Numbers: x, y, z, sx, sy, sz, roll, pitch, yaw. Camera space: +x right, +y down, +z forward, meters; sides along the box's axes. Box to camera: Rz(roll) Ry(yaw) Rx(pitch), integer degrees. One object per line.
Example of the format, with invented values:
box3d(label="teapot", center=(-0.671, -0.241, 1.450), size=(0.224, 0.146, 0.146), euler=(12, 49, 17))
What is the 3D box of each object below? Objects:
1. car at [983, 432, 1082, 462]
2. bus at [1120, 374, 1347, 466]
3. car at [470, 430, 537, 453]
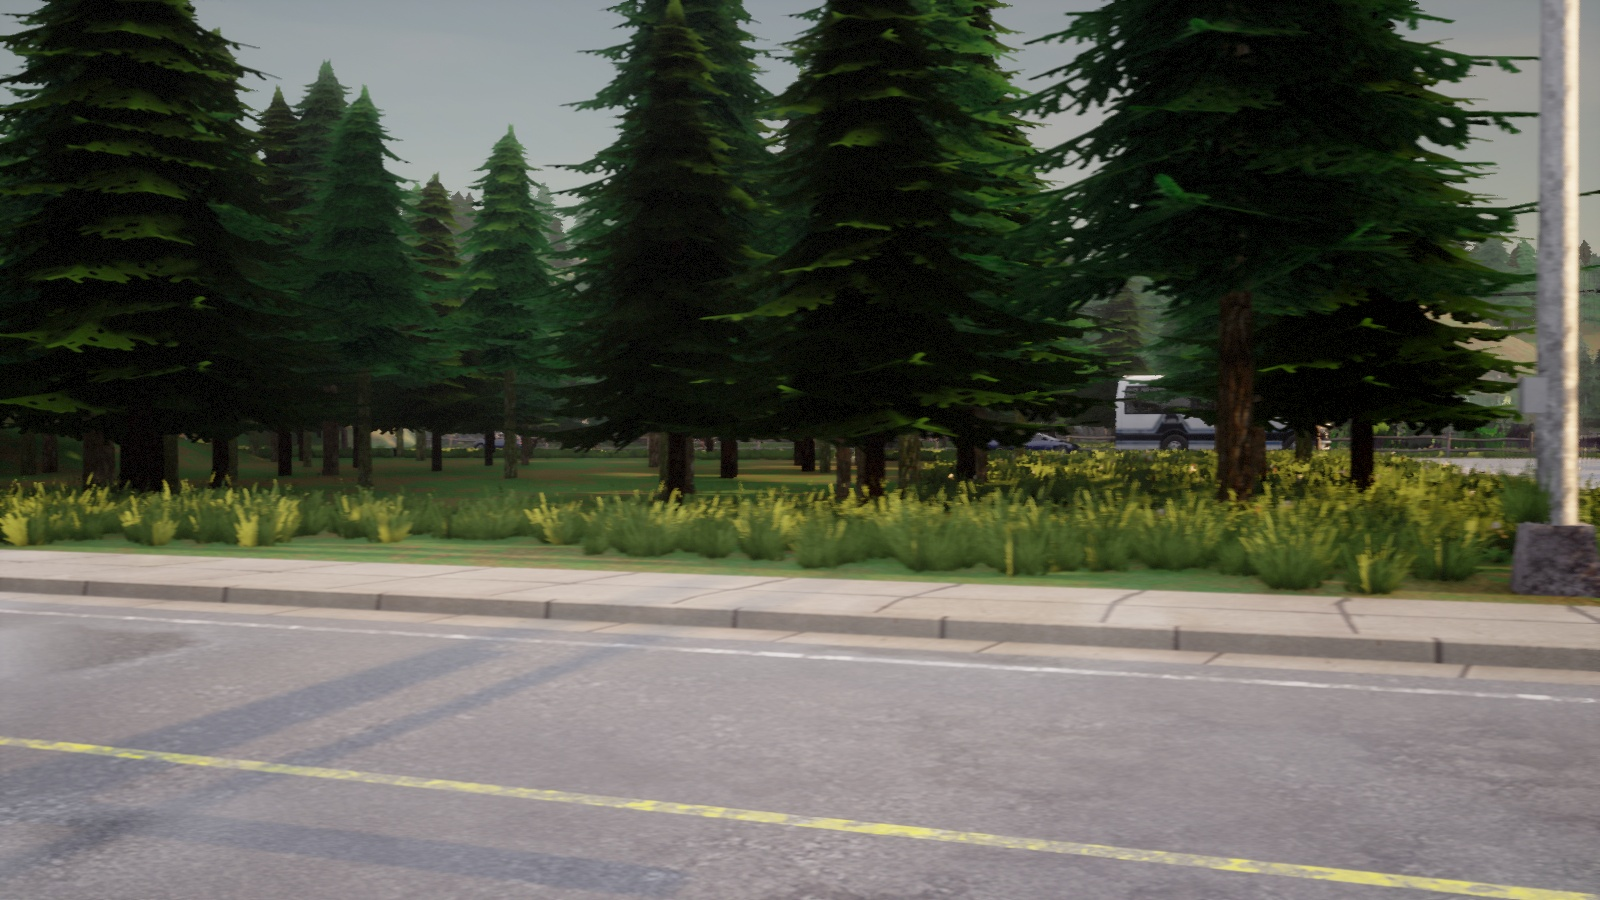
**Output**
box3d(label="car", center=(12.193, -0.189, 65.813), size=(4.792, 1.488, 2.163), euler=(1, 1, 21))
box3d(label="bus", center=(21.371, -1.471, 62.071), size=(10.273, 4.253, 3.944), euler=(1, 1, 22))
box3d(label="car", center=(-19.204, -0.583, 81.401), size=(3.806, 1.475, 1.970), euler=(1, 1, 20))
